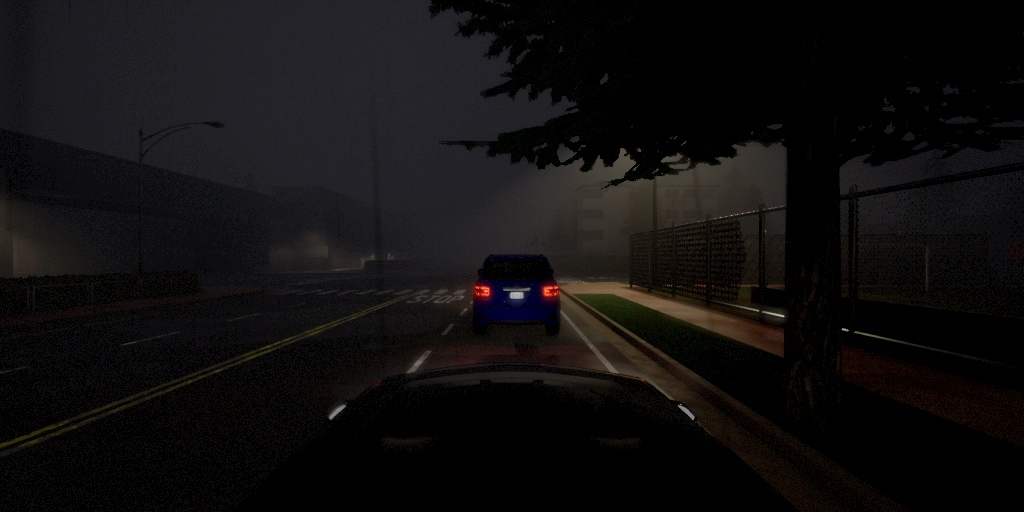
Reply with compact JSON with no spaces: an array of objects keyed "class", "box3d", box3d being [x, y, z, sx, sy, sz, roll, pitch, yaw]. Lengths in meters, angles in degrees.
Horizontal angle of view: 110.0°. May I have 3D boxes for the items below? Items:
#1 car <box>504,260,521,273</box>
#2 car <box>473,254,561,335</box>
[{"class":"car","box3d":[0.029,1.242,45.564,2.128,1.511,4.902,0,0,0]},{"class":"car","box3d":[0.116,0.972,10.689,2.150,2.045,5.566,0,0,0]}]
